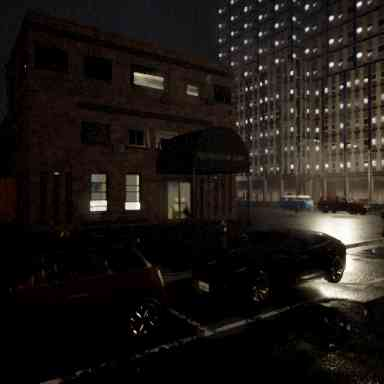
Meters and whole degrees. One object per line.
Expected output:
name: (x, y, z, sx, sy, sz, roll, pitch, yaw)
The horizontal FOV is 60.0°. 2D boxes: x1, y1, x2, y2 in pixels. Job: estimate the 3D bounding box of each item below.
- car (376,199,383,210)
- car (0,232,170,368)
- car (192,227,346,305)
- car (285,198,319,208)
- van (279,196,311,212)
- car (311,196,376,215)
car: (21.810, 1.496, 37.860, 2.008, 1.369, 4.403, 0, 0, -35)
car: (-2.442, 1.440, 4.826, 4.097, 1.590, 1.967, 0, 0, -35)
car: (2.022, 1.565, 8.078, 4.313, 1.339, 1.947, 0, 0, -35)
car: (15.472, 1.511, 46.950, 1.802, 1.307, 4.206, 0, 0, -35)
van: (11.765, 1.324, 37.611, 1.690, 1.788, 3.998, 0, 0, -35)
car: (14.934, 1.306, 33.066, 2.192, 1.841, 5.009, 0, 0, -35)
